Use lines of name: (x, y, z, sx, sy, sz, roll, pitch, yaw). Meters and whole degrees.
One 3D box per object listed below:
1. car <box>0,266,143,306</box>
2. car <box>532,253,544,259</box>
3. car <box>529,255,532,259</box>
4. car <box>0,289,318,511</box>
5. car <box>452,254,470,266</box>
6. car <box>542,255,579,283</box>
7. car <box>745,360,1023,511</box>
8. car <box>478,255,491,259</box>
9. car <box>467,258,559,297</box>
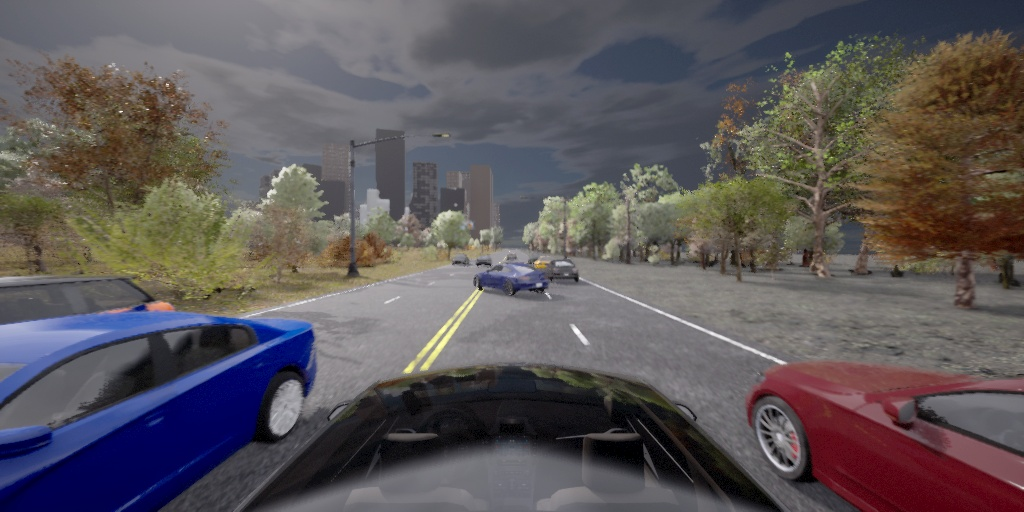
car: (-6.598, 1.066, 4.087, 2.097, 1.767, 4.553, 0, 1, 0)
car: (3.232, 0.652, 34.840, 1.801, 1.575, 5.366, 0, 1, 0)
car: (3.227, 0.363, 45.621, 2.097, 1.767, 4.553, 0, 1, 0)
car: (-3.350, 1.217, 2.407, 1.882, 1.535, 5.008, 0, 1, 0)
car: (-6.594, 0.509, 46.444, 1.837, 1.490, 4.892, 0, 1, 0)
car: (3.243, 0.908, 23.649, 1.812, 1.442, 4.674, 0, 1, 0)
car: (3.253, 1.271, 1.644, 1.812, 1.442, 4.674, 0, 1, 0)
car: (-3.358, 0.591, 44.098, 2.033, 1.411, 5.357, 0, 1, 0)
car: (-0.116, 1.028, 17.163, 1.812, 1.442, 4.674, -1, 2, -34)
